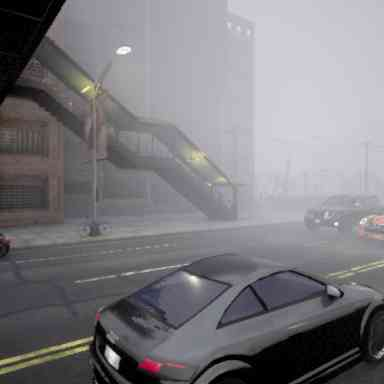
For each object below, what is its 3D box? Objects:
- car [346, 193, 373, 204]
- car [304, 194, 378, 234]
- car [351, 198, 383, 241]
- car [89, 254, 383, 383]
[{"bbox_3d":[27.996,1.065,55.639,4.553,1.767,2.185,0,0,-36],"label":"car"},{"bbox_3d":[8.798,1.158,18.994,5.566,2.045,2.150,0,0,-36],"label":"car"},{"bbox_3d":[9.631,1.294,15.275,4.553,1.767,2.097,0,0,-36],"label":"car"},{"bbox_3d":[0.852,1.554,4.385,4.181,1.385,1.994,0,0,-36],"label":"car"}]
